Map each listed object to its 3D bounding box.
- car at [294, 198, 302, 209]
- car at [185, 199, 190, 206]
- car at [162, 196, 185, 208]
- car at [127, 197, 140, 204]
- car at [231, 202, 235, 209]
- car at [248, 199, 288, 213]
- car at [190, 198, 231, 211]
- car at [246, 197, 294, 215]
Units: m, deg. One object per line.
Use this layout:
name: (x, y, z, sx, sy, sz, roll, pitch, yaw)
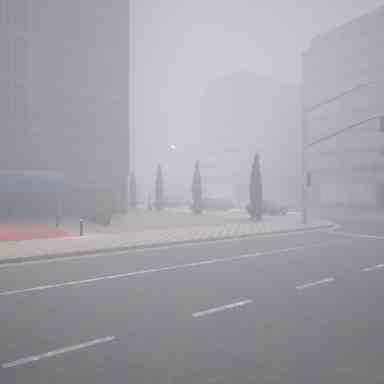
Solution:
car: (12.648, 1.474, 44.766, 1.882, 1.535, 5.008, 0, 0, -35)
car: (-1.899, 1.561, 53.054, 1.994, 1.385, 4.181, 0, 0, -35)
car: (-3.518, 1.350, 49.254, 2.097, 1.767, 4.553, 0, 0, -35)
car: (-11.224, 1.599, 60.429, 1.895, 1.301, 4.718, 0, 0, -35)
car: (3.798, 1.561, 44.873, 1.994, 1.385, 4.181, 0, 0, -35)
car: (8.604, 1.561, 37.981, 1.994, 1.385, 4.181, 0, 0, -35)
car: (2.210, 1.502, 41.029, 1.837, 1.490, 4.892, 0, 0, -35)
car: (7.457, 1.523, 33.507, 1.812, 1.442, 4.674, 0, 0, -37)
